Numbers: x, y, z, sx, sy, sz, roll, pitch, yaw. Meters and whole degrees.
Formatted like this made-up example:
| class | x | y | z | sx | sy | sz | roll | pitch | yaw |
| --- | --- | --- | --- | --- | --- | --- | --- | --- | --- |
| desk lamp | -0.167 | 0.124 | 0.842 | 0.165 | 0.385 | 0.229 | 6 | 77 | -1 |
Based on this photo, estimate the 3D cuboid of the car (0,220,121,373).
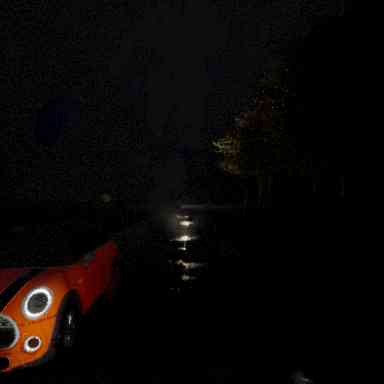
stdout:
| class | x | y | z | sx | sy | sz | roll | pitch | yaw |
| --- | --- | --- | --- | --- | --- | --- | --- | --- | --- |
| car | -2.741 | 1.406 | 6.087 | 2.097 | 1.767 | 4.553 | 0 | 0 | 0 |

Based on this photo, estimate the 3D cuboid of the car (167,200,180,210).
| class | x | y | z | sx | sy | sz | roll | pitch | yaw |
| --- | --- | --- | --- | --- | --- | --- | --- | --- | --- |
| car | -2.765 | 1.950 | 50.783 | 1.837 | 1.490 | 4.892 | 0 | 0 | 0 |
